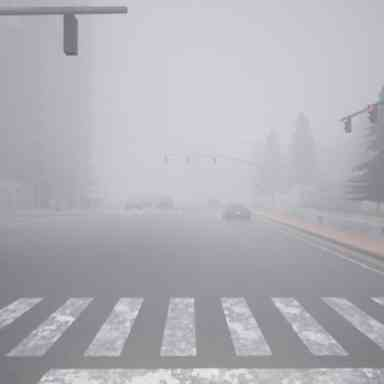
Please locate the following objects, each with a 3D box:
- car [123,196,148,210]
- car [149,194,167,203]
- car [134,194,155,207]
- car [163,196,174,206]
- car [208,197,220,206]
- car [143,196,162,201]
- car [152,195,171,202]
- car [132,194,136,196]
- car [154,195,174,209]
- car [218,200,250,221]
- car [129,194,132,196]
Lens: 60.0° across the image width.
[{"bbox_3d":[-7.114,1.522,41.964,1.812,1.442,4.674,0,0,0],"label":"car"},{"bbox_3d":[-6.914,1.347,67.822,2.097,1.767,4.553,0,0,-27],"label":"car"},{"bbox_3d":[-7.248,1.486,51.229,2.128,1.511,4.902,0,0,-1],"label":"car"},{"bbox_3d":[-4.008,1.472,56.121,1.882,1.535,5.008,0,0,-5],"label":"car"},{"bbox_3d":[3.501,1.520,52.981,1.812,1.442,4.674,0,0,-1],"label":"car"},{"bbox_3d":[-9.780,1.587,82.050,4.718,1.301,1.895,0,0,37],"label":"car"},{"bbox_3d":[-6.932,1.493,74.315,1.837,1.490,4.892,0,0,-39],"label":"car"},{"bbox_3d":[-9.701,1.346,65.495,2.097,1.767,4.553,0,0,-26],"label":"car"},{"bbox_3d":[-3.615,1.348,46.046,2.097,1.767,4.553,0,0,0],"label":"car"},{"bbox_3d":[3.577,1.564,27.566,1.994,1.385,4.181,0,0,0],"label":"car"},{"bbox_3d":[-14.592,1.341,81.206,4.553,1.767,2.097,0,0,32],"label":"car"}]
